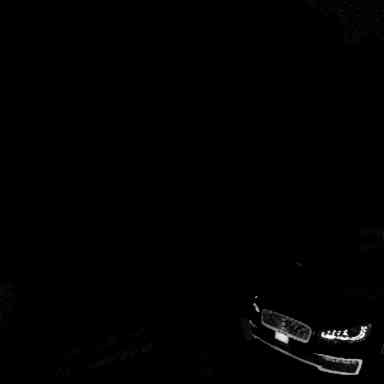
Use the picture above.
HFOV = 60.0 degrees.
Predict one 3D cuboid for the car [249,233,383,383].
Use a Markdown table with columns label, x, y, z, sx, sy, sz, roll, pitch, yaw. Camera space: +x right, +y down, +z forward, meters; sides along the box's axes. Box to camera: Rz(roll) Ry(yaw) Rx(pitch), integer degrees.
| label | x | y | z | sx | sy | sz | roll | pitch | yaw |
| --- | --- | --- | --- | --- | --- | --- | --- | --- | --- |
| car | 3.063 | 1.506 | 5.425 | 4.892 | 1.490 | 1.837 | 0 | 0 | -35 |
